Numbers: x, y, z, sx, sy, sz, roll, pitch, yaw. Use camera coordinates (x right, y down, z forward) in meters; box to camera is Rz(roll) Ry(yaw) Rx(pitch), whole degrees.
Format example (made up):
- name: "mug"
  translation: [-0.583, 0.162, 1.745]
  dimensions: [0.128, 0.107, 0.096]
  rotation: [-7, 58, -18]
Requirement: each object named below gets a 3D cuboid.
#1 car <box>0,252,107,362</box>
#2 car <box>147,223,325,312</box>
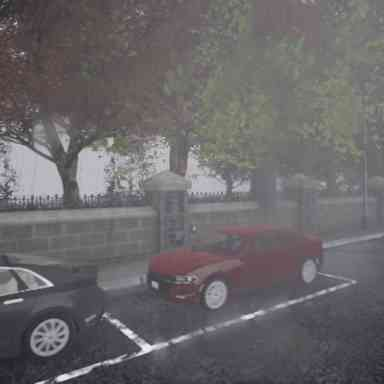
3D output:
- name: "car"
  translation: [-3.338, 1.556, 4.271]
  dimensions: [4.403, 1.369, 2.008]
  rotation: [-1, 1, -36]
- name: "car"
  translation: [1.141, 1.454, 7.530]
  dimensions: [4.507, 1.381, 1.887]
  rotation: [-1, 1, -36]
